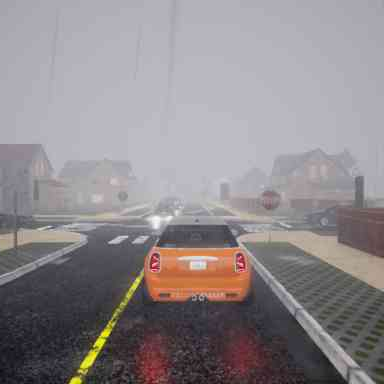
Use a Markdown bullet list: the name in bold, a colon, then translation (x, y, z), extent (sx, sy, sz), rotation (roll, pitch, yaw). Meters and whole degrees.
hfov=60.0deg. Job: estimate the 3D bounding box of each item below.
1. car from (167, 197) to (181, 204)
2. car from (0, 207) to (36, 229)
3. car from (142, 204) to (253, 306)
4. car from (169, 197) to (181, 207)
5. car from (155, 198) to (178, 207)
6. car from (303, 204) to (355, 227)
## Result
- **car**: translation (-2.818, 1.444, 45.054), extent (2.097, 1.767, 4.553), rotation (0, 0, 0)
- **car**: translation (-12.106, 1.565, 20.134), extent (4.718, 1.301, 1.895), rotation (0, 0, 1)
- **car**: translation (0.105, 1.352, 8.162), extent (2.097, 1.767, 4.553), rotation (0, 0, 0)
- **car**: translation (-2.806, 1.676, 56.515), extent (1.812, 1.442, 4.674), rotation (0, 0, 0)
- **car**: translation (-2.831, 1.651, 35.139), extent (1.895, 1.301, 4.718), rotation (0, 0, 0)
- **car**: translation (10.265, 1.579, 23.101), extent (4.892, 1.490, 1.837), rotation (0, 0, -2)
